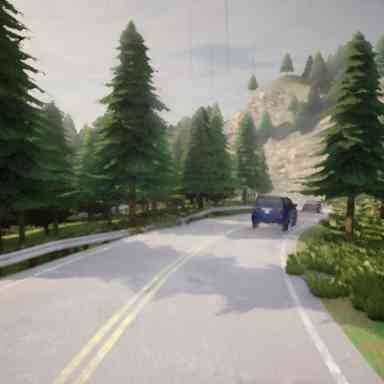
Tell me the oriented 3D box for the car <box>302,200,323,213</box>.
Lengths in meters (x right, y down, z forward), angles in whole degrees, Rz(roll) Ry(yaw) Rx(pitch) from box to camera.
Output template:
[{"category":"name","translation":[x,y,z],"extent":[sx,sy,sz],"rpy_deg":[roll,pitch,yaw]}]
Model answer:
[{"category":"car","translation":[14.171,1.706,39.252],"extent":[1.812,1.442,4.674],"rpy_deg":[3,1,25]}]

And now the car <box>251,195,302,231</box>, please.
[{"category":"car","translation":[5.495,1.275,21.737],"extent":[2.150,2.045,5.566],"rpy_deg":[3,0,25]}]

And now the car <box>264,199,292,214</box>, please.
[{"category":"car","translation":[10.010,1.575,38.395],"extent":[2.033,1.411,5.357],"rpy_deg":[3,1,26]}]
